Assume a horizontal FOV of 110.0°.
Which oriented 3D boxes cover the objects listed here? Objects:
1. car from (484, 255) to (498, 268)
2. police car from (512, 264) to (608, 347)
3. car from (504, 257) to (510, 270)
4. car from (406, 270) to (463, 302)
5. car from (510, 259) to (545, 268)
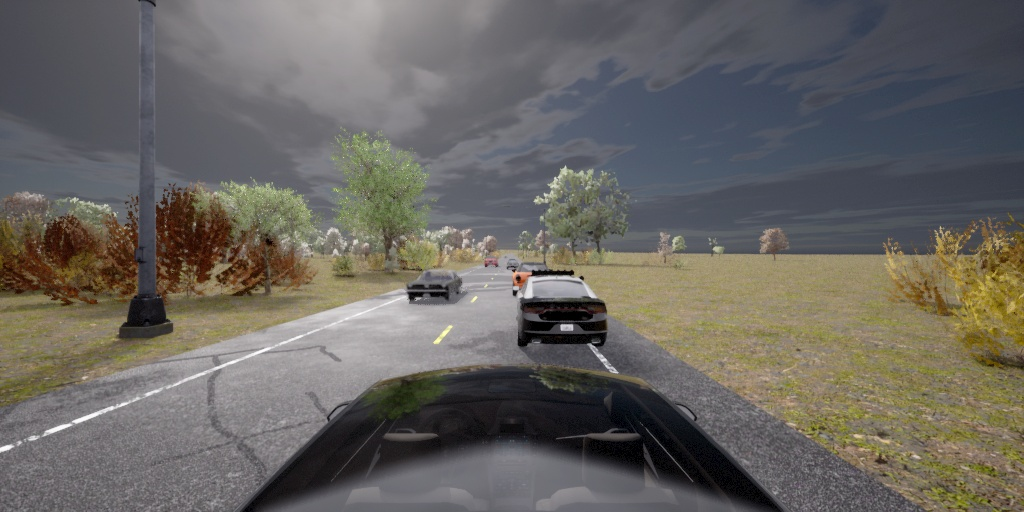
[{"bbox_3d":[-3.517,0.907,61.095,2.150,2.045,5.566,0,0,0],"label":"car"},{"bbox_3d":[1.059,1.173,9.488,1.930,1.638,5.238,0,0,0],"label":"police car"},{"bbox_3d":[0.127,1.246,52.939,2.033,1.411,5.357,0,0,0],"label":"car"},{"bbox_3d":[-3.584,1.346,17.269,1.895,1.301,4.718,0,0,0],"label":"car"},{"bbox_3d":[1.069,1.095,19.349,2.097,1.767,4.553,0,0,0],"label":"car"}]
